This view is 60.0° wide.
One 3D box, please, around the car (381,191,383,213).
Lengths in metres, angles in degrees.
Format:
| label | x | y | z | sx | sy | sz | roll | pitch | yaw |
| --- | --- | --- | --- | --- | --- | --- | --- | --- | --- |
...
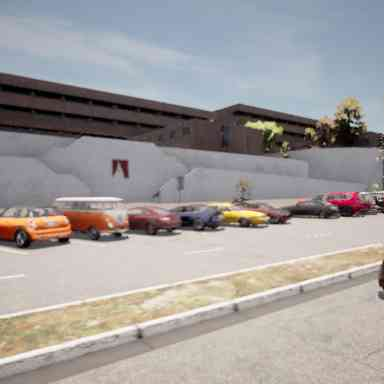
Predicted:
| label | x | y | z | sx | sy | sz | roll | pitch | yaw |
| --- | --- | --- | --- | --- | --- | --- | --- | --- | --- |
| car | 16.790 | 0.959 | 32.220 | 5.566 | 2.045 | 2.435 | -1 | 0 | 35 |

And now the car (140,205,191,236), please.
| label | x | y | z | sx | sy | sz | roll | pitch | yaw |
| --- | --- | --- | --- | --- | --- | --- | --- | --- | --- |
| car | -2.679 | 1.511 | 18.378 | 4.674 | 1.452 | 2.002 | -1 | 0 | 35 |

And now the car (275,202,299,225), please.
| label | x | y | z | sx | sy | sz | roll | pitch | yaw |
| --- | --- | --- | --- | --- | --- | --- | --- | --- | --- |
| car | 4.640 | 1.434 | 23.561 | 4.792 | 1.488 | 2.163 | -1 | -1 | 35 |

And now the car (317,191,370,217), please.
| label | x | y | z | sx | sy | sz | roll | pitch | yaw |
| --- | --- | --- | --- | --- | --- | --- | --- | --- | --- |
| car | 11.877 | 1.047 | 28.784 | 5.566 | 2.045 | 2.435 | -1 | 0 | 35 |

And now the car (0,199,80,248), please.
| label | x | y | z | sx | sy | sz | roll | pitch | yaw |
| --- | --- | --- | --- | --- | --- | --- | --- | --- | --- |
| car | -7.521 | 1.366 | 14.902 | 4.553 | 1.767 | 2.185 | -1 | 0 | 35 |

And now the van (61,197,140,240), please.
| label | x | y | z | sx | sy | sz | roll | pitch | yaw |
| --- | --- | --- | --- | --- | --- | --- | --- | --- | --- |
| van | -5.010 | 1.258 | 16.595 | 4.442 | 1.987 | 1.878 | -1 | -1 | 35 |

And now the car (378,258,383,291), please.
| label | x | y | z | sx | sy | sz | roll | pitch | yaw |
| --- | --- | --- | --- | --- | --- | --- | --- | --- | --- |
| car | 5.999 | 1.536 | 7.408 | 4.181 | 1.385 | 1.994 | 0 | 0 | -35 |

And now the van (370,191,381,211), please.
| label | x | y | z | sx | sy | sz | roll | pitch | yaw |
| --- | --- | --- | --- | --- | --- | --- | --- | --- | --- |
| van | 14.434 | 1.027 | 30.439 | 4.442 | 1.987 | 1.878 | -1 | 0 | 35 |

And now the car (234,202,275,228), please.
| label | x | y | z | sx | sy | sz | roll | pitch | yaw |
| --- | --- | --- | --- | --- | --- | --- | --- | --- | --- |
| car | 2.339 | 1.425 | 21.746 | 5.366 | 1.575 | 1.946 | -1 | -1 | 35 |

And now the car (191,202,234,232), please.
| label | x | y | z | sx | sy | sz | roll | pitch | yaw |
| --- | --- | --- | --- | --- | --- | --- | --- | --- | --- |
| car | -0.276 | 1.486 | 20.127 | 4.792 | 1.488 | 2.163 | -1 | 0 | 35 |

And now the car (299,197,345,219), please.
| label | x | y | z | sx | sy | sz | roll | pitch | yaw |
| --- | --- | --- | --- | --- | --- | --- | --- | --- | --- |
| car | 9.479 | 1.376 | 27.036 | 4.674 | 1.452 | 2.002 | -1 | 0 | 35 |
